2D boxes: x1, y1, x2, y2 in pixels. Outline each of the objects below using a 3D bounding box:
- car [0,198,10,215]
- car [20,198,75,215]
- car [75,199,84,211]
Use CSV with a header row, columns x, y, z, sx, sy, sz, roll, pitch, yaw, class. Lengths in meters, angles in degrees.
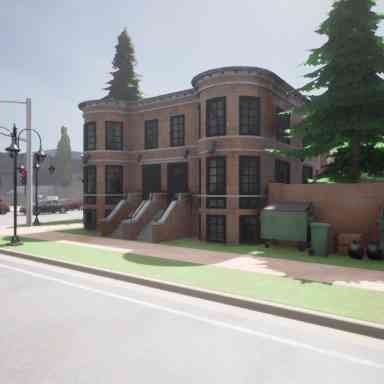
x,y,z,sx,sy,sz,roll,pitch,yaw,class
-20.159,1.349,31.945,2.097,1.767,4.553,0,0,35,car
-14.772,1.502,33.555,1.837,1.490,4.892,0,0,34,car
-14.942,1.475,39.550,1.882,1.535,5.008,0,0,33,car
